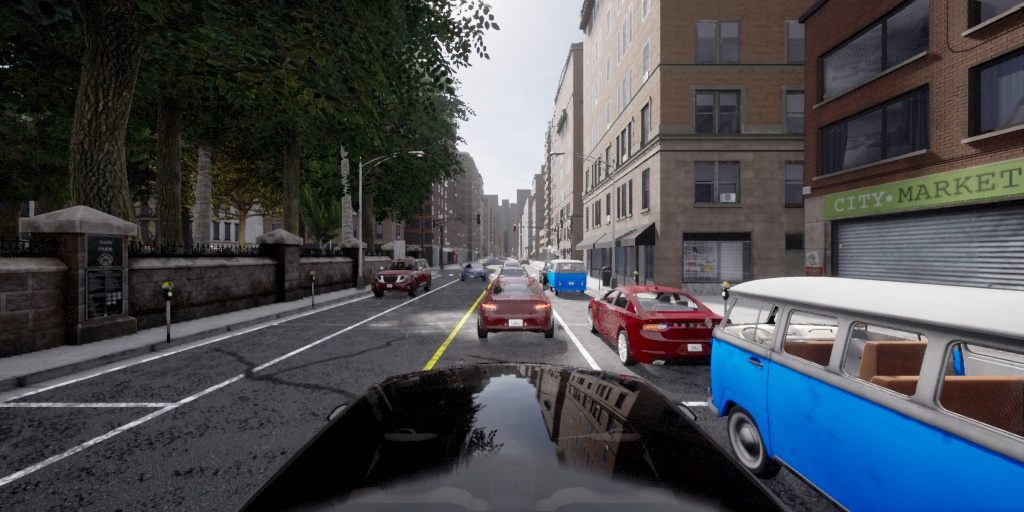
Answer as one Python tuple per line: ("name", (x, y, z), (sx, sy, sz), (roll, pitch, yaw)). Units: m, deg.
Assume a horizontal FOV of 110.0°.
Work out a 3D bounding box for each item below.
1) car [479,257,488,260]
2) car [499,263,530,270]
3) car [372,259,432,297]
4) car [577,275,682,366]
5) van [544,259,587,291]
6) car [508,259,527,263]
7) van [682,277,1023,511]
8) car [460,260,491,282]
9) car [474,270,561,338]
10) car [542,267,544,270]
("car", (-5.667, 1.230, 62.631), (1.751, 1.417, 4.829), (0, 0, 0))
("car", (0.097, 1.292, 19.611), (2.033, 1.411, 5.357), (0, 0, 1))
("car", (-5.668, 1.060, 19.112), (2.192, 1.841, 5.009), (0, 0, 0))
("car", (2.857, 1.294, 7.831), (1.888, 1.381, 4.507), (0, 0, 0))
("van", (2.857, 1.086, 19.152), (1.690, 1.789, 3.998), (0, 0, 0))
("car", (0.004, 1.242, 29.355), (1.837, 1.490, 4.892), (0, 0, 0))
("van", (2.856, 1.091, 2.170), (1.690, 1.789, 3.998), (0, 0, 0))
("car", (-3.002, 1.266, 29.299), (1.812, 1.442, 4.674), (0, 0, 0))
("car", (0.095, 1.275, 10.032), (1.812, 1.442, 4.674), (0, 0, 0))
("car", (2.857, 1.307, 24.812), (1.948, 1.339, 4.313), (0, 0, 0))
